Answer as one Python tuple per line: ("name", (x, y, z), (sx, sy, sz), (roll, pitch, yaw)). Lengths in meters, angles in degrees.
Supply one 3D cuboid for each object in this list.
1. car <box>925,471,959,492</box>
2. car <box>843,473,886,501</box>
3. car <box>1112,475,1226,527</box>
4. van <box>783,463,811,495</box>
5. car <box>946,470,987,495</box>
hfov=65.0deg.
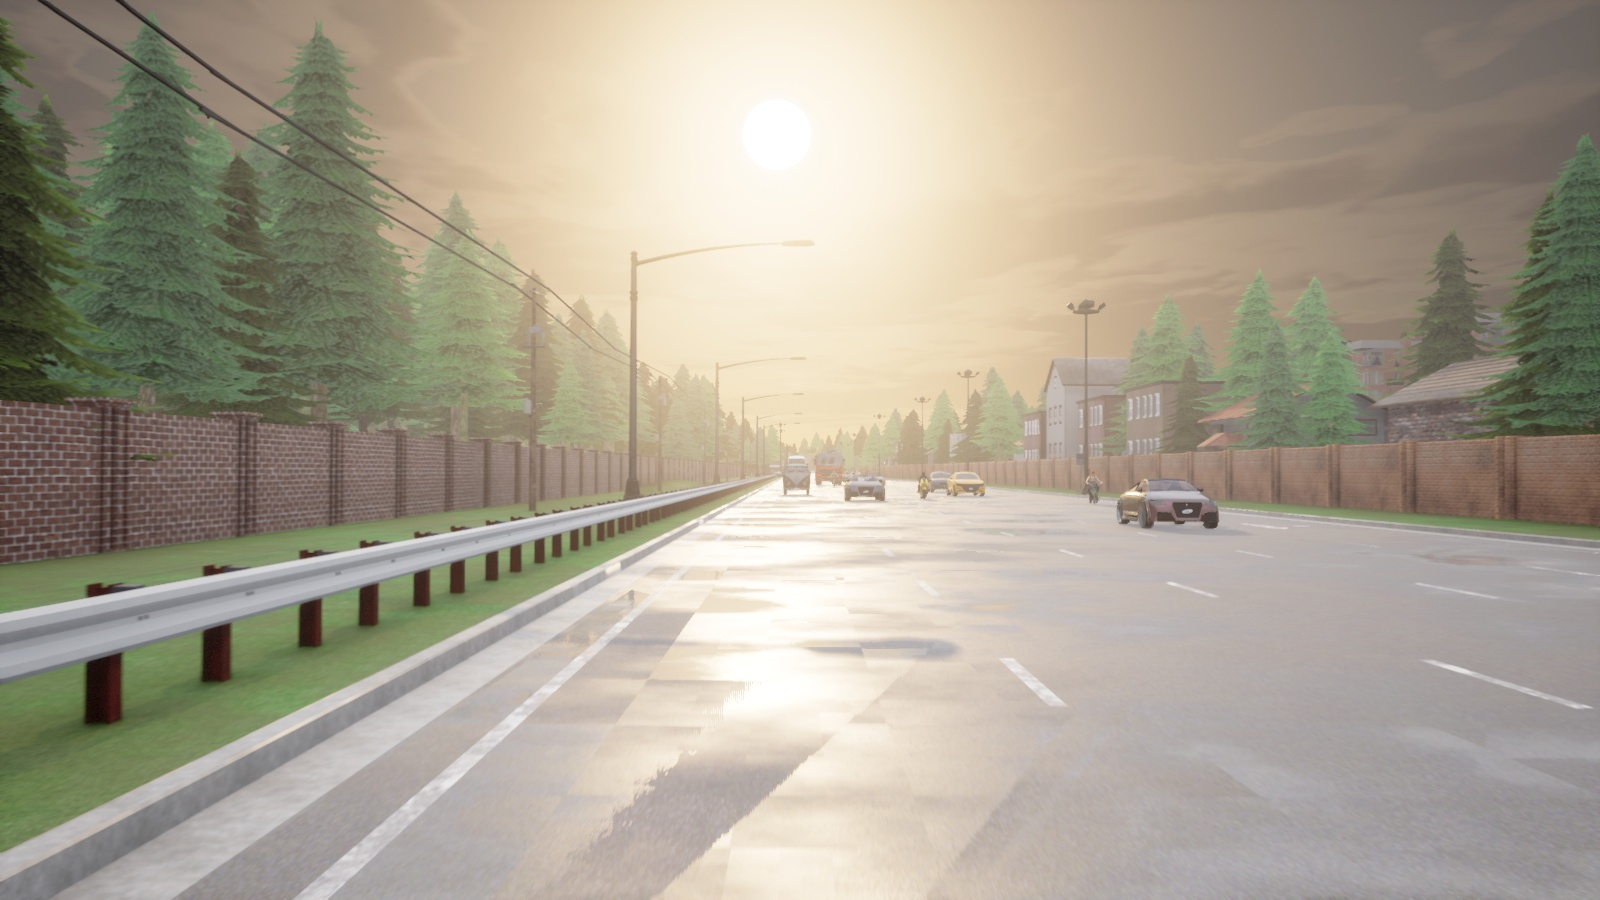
("car", (10.275, 2.245, 91.156), (1.837, 1.490, 4.892), (0, -1, 0))
("car", (3.338, 1.917, 65.415), (1.994, 1.385, 4.181), (0, -1, 0))
("car", (10.412, 1.411, 35.722), (1.994, 1.385, 4.181), (0, -1, 0))
("van", (-0.200, 1.865, 80.586), (1.775, 1.987, 4.442), (0, -1, 0))
("car", (10.307, 2.008, 78.103), (1.882, 1.535, 5.008), (0, -1, 0))
